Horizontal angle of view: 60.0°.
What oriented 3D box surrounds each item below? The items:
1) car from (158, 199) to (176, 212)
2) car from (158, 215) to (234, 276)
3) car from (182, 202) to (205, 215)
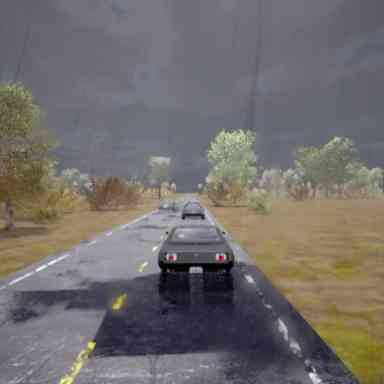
[{"bbox_3d":[-3.052,1.575,41.181,2.128,1.511,4.902,0,0,0],"label":"car"},{"bbox_3d":[0.104,1.625,10.345,1.895,1.301,4.718,0,0,0],"label":"car"},{"bbox_3d":[0.110,1.629,30.305,1.994,1.385,4.181,0,0,0],"label":"car"}]
